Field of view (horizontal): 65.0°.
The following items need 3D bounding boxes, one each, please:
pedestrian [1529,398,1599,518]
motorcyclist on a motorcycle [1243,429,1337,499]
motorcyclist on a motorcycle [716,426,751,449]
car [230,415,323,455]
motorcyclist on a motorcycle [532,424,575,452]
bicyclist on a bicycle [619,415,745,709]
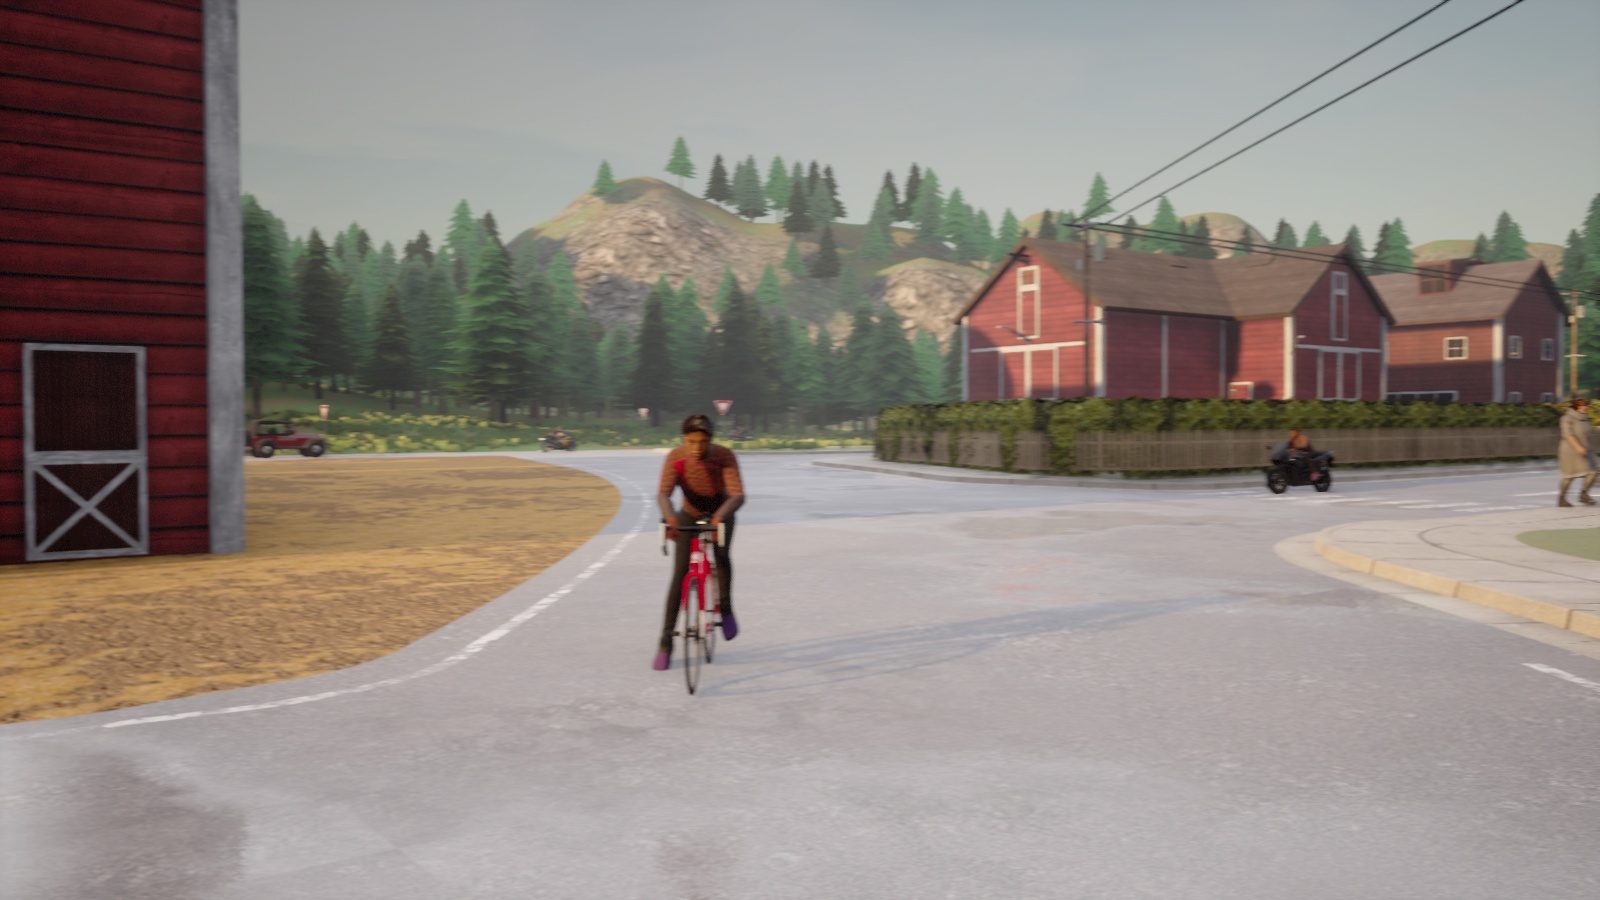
[{"bbox_3d":[12.882,0.121,21.082,0.659,1.952,0.873,0,1,-23],"label":"pedestrian"},{"bbox_3d":[11.015,0.309,28.230,2.044,1.523,0.797,0,-1,-27],"label":"motorcyclist on a motorcycle"},{"bbox_3d":[-4.354,-0.834,82.152,2.191,1.530,0.866,-1,1,-37],"label":"motorcyclist on a motorcycle"},{"bbox_3d":[-25.754,-0.746,61.806,3.866,1.878,1.905,-1,1,-37],"label":"car"},{"bbox_3d":[-13.865,-0.693,70.686,2.191,1.530,0.866,-1,1,-37],"label":"motorcyclist on a motorcycle"},{"bbox_3d":[-0.686,0.605,7.753,0.582,1.620,1.656,0,1,1],"label":"bicyclist on a bicycle"}]
